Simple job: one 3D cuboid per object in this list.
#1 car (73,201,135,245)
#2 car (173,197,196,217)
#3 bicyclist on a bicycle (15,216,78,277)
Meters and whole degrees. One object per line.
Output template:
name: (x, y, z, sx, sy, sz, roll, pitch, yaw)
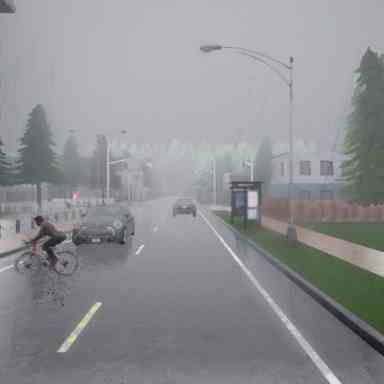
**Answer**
car: (-3.935, 1.352, 15.521, 2.097, 1.767, 4.553, 0, 0, -3)
car: (-0.703, 1.352, 31.442, 2.097, 1.767, 4.553, 0, 0, -1)
bicyclist on a bicycle: (-3.857, 1.455, 8.799, 1.656, 1.620, 0.582, -2, 0, -1)
